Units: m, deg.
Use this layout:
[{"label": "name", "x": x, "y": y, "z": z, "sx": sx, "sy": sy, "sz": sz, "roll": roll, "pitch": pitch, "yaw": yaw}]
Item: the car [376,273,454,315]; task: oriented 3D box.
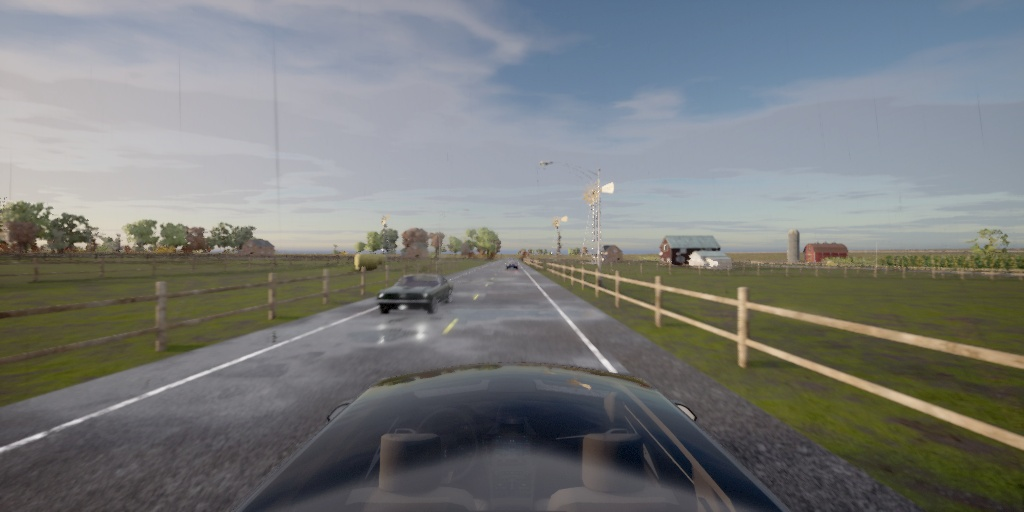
[{"label": "car", "x": -3.509, "y": 1.360, "z": 13.791, "sx": 1.895, "sy": 1.301, "sz": 4.718, "roll": 0, "pitch": 0, "yaw": 0}]

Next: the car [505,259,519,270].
[{"label": "car", "x": 0.012, "y": 1.392, "z": 52.968, "sx": 1.895, "sy": 1.301, "sz": 4.718, "roll": 0, "pitch": 0, "yaw": 0}]
